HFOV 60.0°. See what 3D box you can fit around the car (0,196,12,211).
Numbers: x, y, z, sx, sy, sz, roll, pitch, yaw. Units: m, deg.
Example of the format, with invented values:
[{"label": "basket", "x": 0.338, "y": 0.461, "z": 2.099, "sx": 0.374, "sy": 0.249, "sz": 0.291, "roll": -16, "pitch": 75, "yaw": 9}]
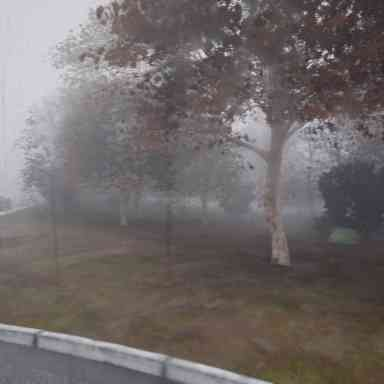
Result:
[{"label": "car", "x": -19.907, "y": 1.083, "z": 33.980, "sx": 1.882, "sy": 1.535, "sz": 5.008, "roll": -1, "pitch": 1, "yaw": -16}]
